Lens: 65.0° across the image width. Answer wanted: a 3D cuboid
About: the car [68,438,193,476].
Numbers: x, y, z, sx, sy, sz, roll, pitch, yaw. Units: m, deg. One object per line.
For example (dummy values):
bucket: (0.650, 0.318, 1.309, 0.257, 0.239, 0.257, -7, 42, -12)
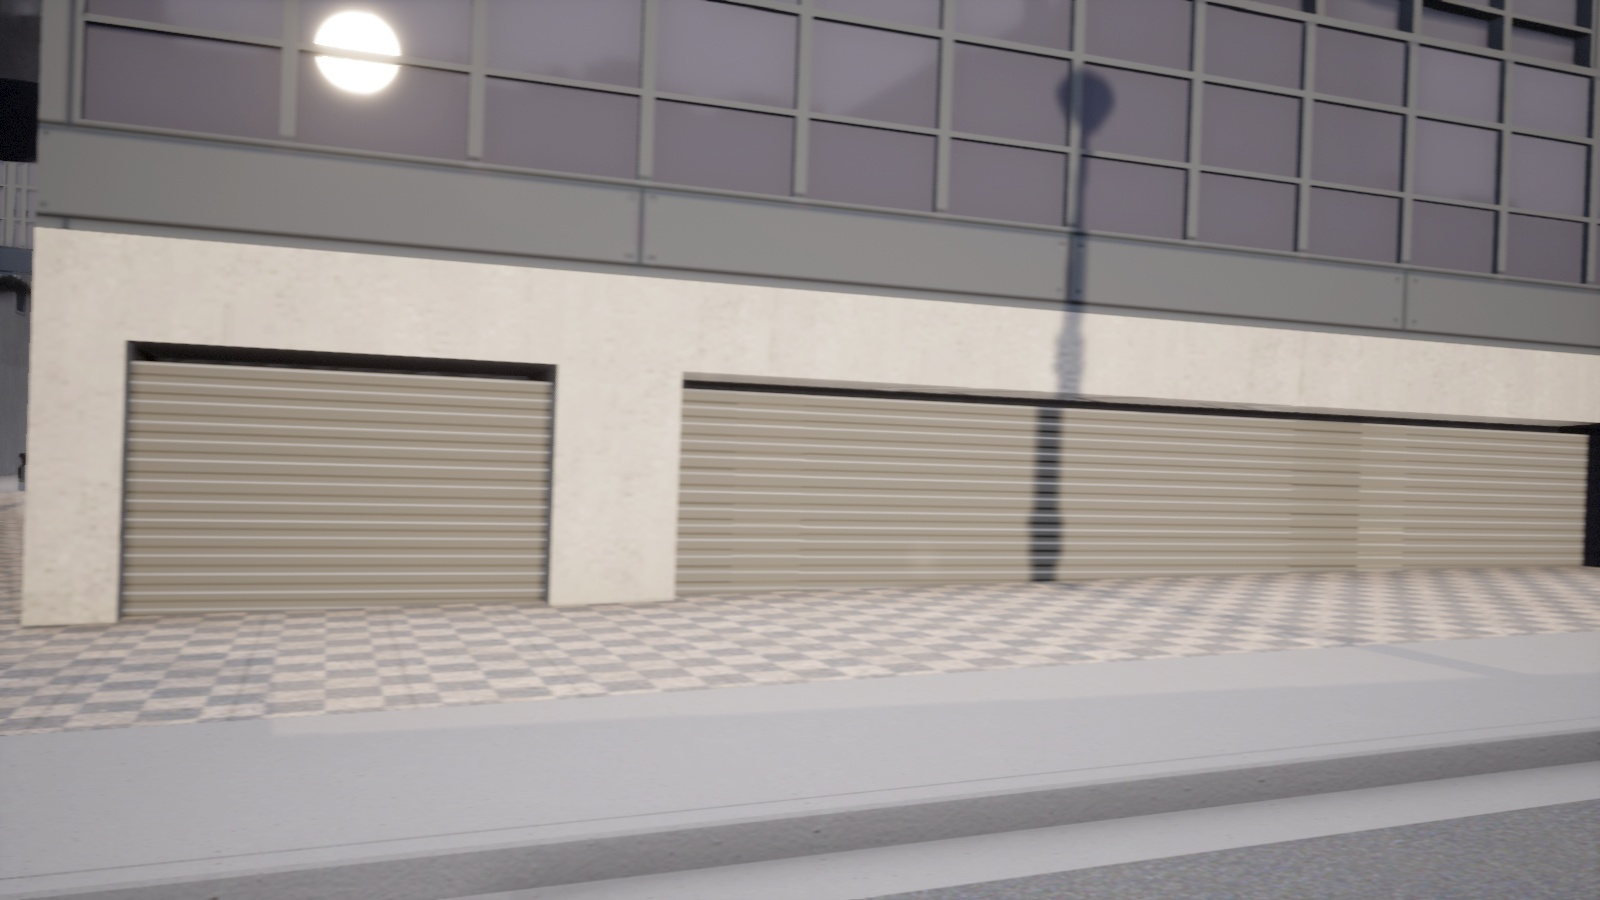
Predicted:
car: (-29.982, 0.322, 56.400, 4.856, 1.649, 2.033, 1, 0, -27)
